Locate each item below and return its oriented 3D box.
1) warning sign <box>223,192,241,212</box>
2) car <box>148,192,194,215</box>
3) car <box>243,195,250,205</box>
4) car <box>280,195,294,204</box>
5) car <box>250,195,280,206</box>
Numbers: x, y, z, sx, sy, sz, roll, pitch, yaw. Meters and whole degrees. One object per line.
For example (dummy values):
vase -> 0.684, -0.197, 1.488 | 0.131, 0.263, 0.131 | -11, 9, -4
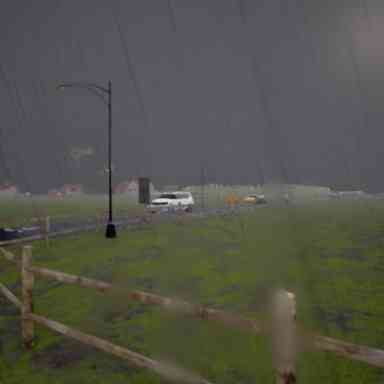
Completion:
warning sign -> 3.797, 0.908, 31.390 | 1.300, 1.860, 1.060 | 0, 0, 31
car -> -1.938, 1.037, 32.114 | 2.150, 2.045, 5.566 | 0, 0, 31
car -> 9.241, 1.193, 50.696 | 1.882, 1.535, 5.008 | 0, 0, 31
car -> 15.585, 1.207, 55.910 | 1.812, 1.442, 4.674 | 0, 0, 31
car -> 10.363, 1.198, 47.076 | 1.882, 1.535, 5.008 | 0, 0, 31
